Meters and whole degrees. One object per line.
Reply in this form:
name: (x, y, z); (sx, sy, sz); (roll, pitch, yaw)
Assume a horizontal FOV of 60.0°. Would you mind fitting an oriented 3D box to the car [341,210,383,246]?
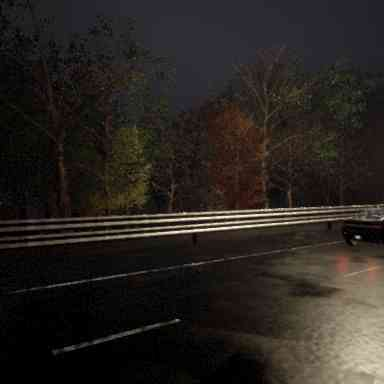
car: (8.267, 1.499, 13.987); (4.902, 1.511, 2.128); (0, 0, -35)
